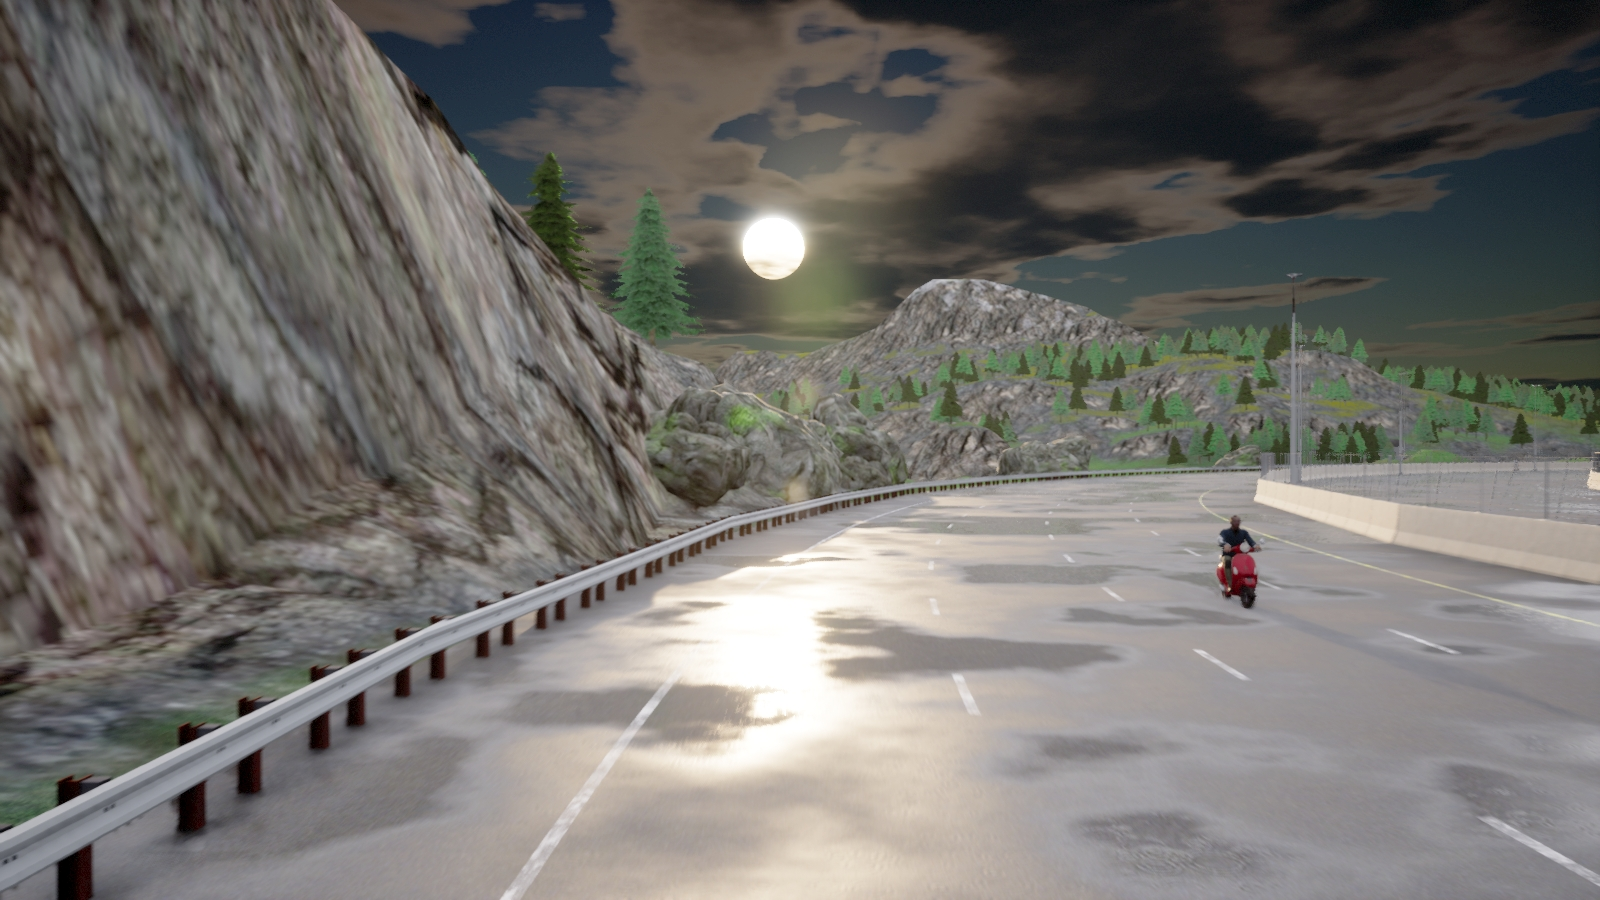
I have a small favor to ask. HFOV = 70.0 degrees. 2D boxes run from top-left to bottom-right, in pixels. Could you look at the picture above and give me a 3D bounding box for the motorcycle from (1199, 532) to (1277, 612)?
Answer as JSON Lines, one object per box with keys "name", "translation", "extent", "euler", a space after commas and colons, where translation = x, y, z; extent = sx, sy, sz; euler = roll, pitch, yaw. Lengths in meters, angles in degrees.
{"name": "motorcycle", "translation": [7.927, 2.187, 20.758], "extent": [0.856, 1.236, 1.805], "euler": [1, 0, 6]}
